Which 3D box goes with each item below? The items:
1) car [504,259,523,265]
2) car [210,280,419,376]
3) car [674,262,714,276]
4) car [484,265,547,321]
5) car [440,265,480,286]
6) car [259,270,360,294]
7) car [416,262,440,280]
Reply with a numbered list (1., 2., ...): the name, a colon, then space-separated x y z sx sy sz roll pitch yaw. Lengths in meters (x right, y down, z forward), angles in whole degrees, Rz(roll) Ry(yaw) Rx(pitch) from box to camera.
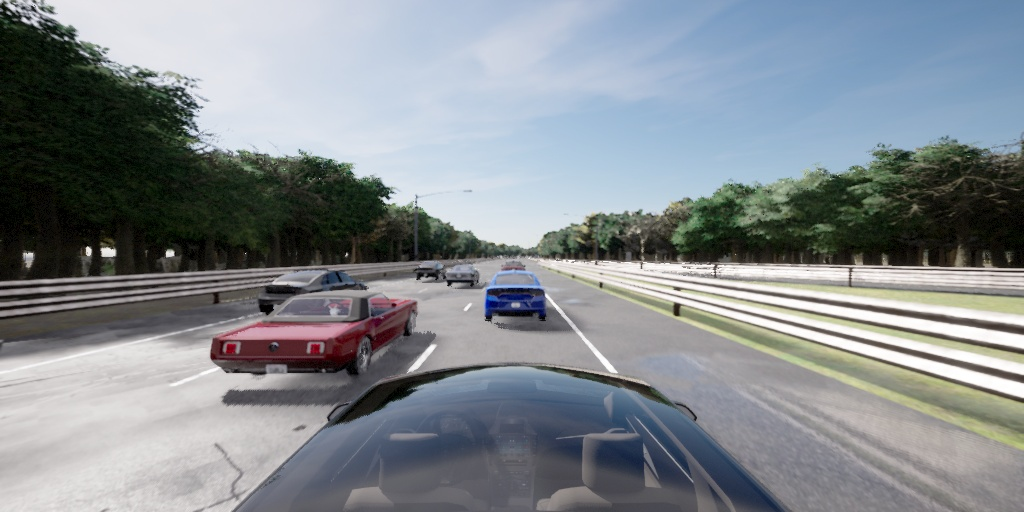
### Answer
1. car: 0.119 1.156 30.653 2.097 1.767 4.553 0 0 0
2. car: -3.389 1.358 7.404 1.895 1.301 4.718 0 0 0
3. car: 21.286 1.507 42.176 1.837 1.490 4.892 0 0 -19
4. car: 0.108 1.242 12.611 1.882 1.535 5.008 0 0 0
5. car: -3.382 1.338 25.440 2.033 1.411 5.357 0 0 0
6. car: -6.891 1.244 13.036 1.837 1.490 4.892 0 0 0
7. car: -6.875 1.292 30.952 1.837 1.490 4.892 0 -1 0
